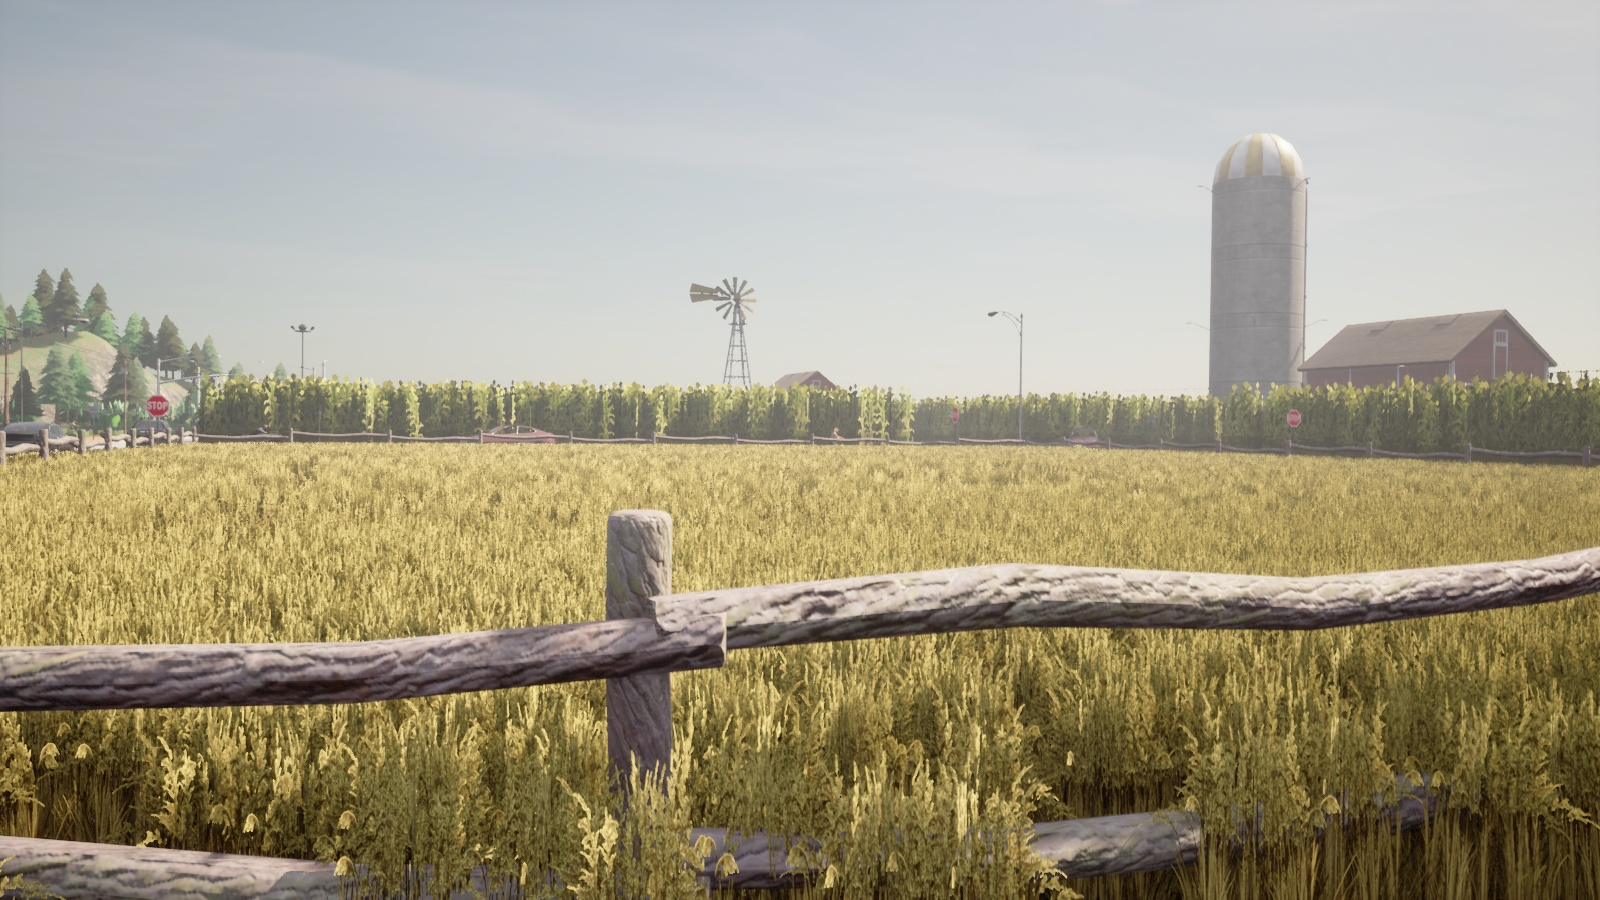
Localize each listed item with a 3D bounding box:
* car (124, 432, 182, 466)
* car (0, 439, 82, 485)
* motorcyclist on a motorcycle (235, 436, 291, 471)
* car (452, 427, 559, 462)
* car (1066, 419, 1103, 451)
[{"bbox_3d":[-34.752,-0.080,67.534,2.097,1.767,4.553,-1,1,-19],"label":"car"},{"bbox_3d":[-26.495,0.370,43.546,1.837,1.490,4.892,-1,1,-19],"label":"car"},{"bbox_3d":[-24.155,0.167,56.508,2.191,1.530,0.866,-1,1,-17],"label":"motorcyclist on a motorcycle"},{"bbox_3d":[-14.786,-0.292,63.064,5.027,1.651,2.152,-1,1,-19],"label":"car"},{"bbox_3d":[15.371,-0.778,67.891,1.851,1.617,3.988,-1,0,13],"label":"car"}]
